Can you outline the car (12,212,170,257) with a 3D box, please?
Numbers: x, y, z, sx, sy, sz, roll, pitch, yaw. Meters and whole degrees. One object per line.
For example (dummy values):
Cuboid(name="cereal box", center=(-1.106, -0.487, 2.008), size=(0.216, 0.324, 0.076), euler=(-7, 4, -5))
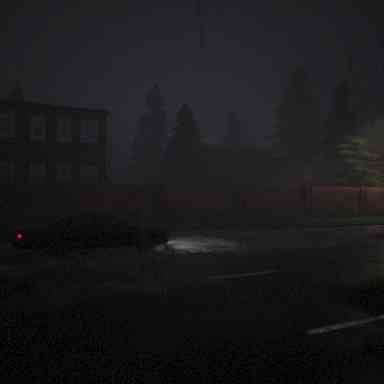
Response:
Cuboid(name="car", center=(-3.594, 1.449, 12.337), size=(5.357, 1.411, 2.033), euler=(0, 0, -23))
